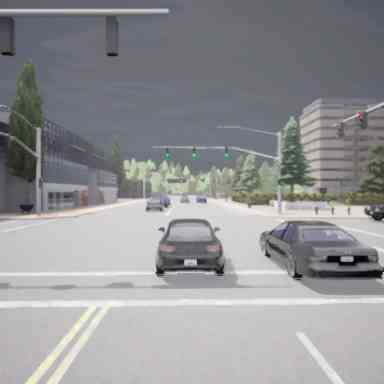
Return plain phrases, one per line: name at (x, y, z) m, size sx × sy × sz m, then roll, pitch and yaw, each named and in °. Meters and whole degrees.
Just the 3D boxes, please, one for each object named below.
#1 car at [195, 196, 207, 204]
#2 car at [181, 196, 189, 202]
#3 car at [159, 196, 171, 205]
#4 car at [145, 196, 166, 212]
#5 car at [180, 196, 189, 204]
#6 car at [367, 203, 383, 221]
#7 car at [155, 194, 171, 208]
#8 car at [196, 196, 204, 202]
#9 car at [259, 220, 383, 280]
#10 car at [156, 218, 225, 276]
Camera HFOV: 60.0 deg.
car at (2.057, 1.565, 68.296) m, size 1.882 × 1.535 × 5.008 m, roll 0°, pitch 0°, yaw -1°
car at (-1.634, 1.653, 78.305) m, size 1.994 × 1.385 × 4.181 m, roll 0°, pitch 0°, yaw -1°
car at (-4.784, 1.583, 59.865) m, size 1.837 × 1.490 × 4.892 m, roll 0°, pitch 0°, yaw -1°
car at (-4.484, 1.578, 40.076) m, size 1.812 × 1.442 × 4.674 m, roll 0°, pitch 0°, yaw -2°
car at (-1.435, 1.634, 67.972) m, size 2.033 × 1.411 × 5.357 m, roll 0°, pitch 0°, yaw -1°
car at (16.483, 1.250, 25.491) m, size 5.566 × 2.045 × 2.150 m, roll 0°, pitch 0°, yaw -1°
car at (-4.657, 1.286, 49.504) m, size 2.150 × 2.045 × 5.566 m, roll 0°, pitch 0°, yaw -1°
car at (1.864, 1.600, 78.435) m, size 1.837 × 1.490 × 4.892 m, roll 0°, pitch 0°, yaw -1°
car at (3.438, 1.559, 9.981) m, size 2.033 × 1.411 × 5.357 m, roll 0°, pitch 0°, yaw -1°
car at (-0.076, 1.539, 10.325) m, size 1.812 × 1.442 × 4.674 m, roll 0°, pitch 0°, yaw -1°
